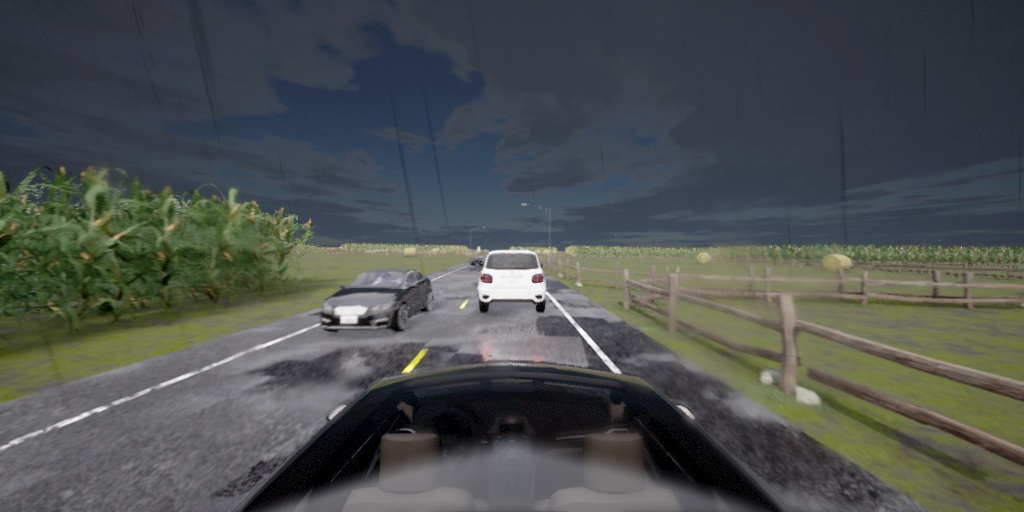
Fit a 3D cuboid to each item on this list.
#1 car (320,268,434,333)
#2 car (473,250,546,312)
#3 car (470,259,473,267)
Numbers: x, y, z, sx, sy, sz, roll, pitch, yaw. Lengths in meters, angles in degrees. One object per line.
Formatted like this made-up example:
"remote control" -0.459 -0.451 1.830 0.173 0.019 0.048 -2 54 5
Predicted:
"car" -3.585 1.109 10.358 2.128 1.511 4.902 0 1 0
"car" 0.008 0.790 13.287 2.150 2.045 5.566 0 1 0
"car" -4.132 0.662 44.292 1.895 1.301 4.718 0 1 -1
